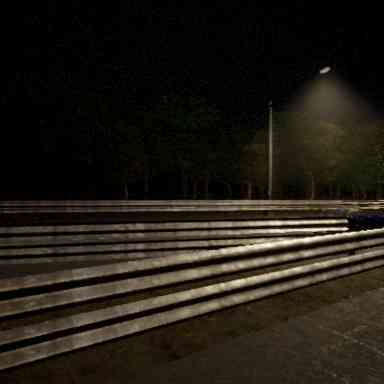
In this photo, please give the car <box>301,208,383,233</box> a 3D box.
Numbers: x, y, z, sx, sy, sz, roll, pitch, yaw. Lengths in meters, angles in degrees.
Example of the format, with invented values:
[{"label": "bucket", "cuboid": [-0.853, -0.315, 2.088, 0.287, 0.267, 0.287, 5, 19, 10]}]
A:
[{"label": "car", "cuboid": [8.113, 1.503, 17.091, 4.718, 1.301, 1.895, 0, 0, -18]}]
